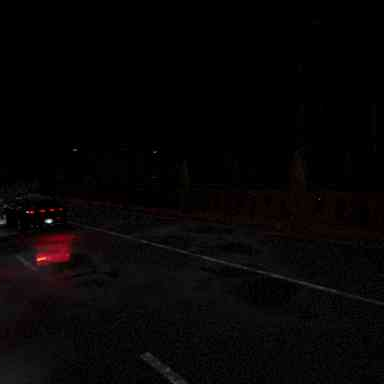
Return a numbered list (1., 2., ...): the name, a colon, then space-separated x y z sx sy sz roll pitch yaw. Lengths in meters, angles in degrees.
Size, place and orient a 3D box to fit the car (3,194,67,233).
1. car: -7.325 0.885 15.364 1.837 1.490 4.892 -6 5 -38
